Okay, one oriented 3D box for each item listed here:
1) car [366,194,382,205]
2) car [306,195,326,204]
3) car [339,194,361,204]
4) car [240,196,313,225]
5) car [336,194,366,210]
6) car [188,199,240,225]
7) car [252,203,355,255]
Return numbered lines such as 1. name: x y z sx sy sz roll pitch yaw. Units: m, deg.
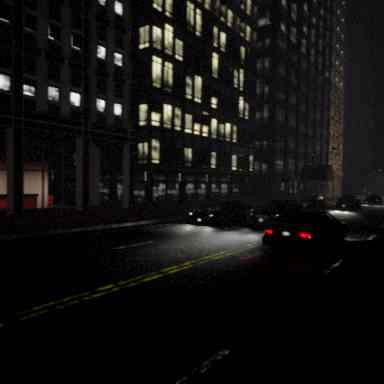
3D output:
1. car: 27.396 1.117 50.137 1.882 1.535 5.008 2 1 36
2. car: 13.018 1.040 35.920 2.128 1.511 4.902 2 1 36
3. car: 24.760 1.079 52.039 2.033 1.411 5.357 2 1 36
4. car: 5.031 1.193 19.313 2.128 1.511 4.902 2 1 36
5. car: 16.761 1.137 35.553 2.128 1.511 4.902 2 1 36
6. car: 1.971 1.150 20.628 2.033 1.411 5.357 2 1 36
7. car: 4.476 1.375 12.659 2.033 1.411 5.357 2 1 36
